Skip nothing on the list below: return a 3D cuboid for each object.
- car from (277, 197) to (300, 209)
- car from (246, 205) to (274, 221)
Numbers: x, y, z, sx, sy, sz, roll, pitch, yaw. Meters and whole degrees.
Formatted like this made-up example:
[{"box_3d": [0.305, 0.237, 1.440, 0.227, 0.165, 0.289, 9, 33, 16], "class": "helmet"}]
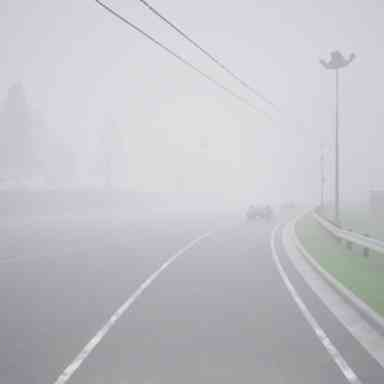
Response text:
[{"box_3d": [14.263, 1.841, 49.015, 1.895, 1.301, 4.718, 0, 0, 25], "class": "car"}, {"box_3d": [5.971, 1.733, 28.623, 1.895, 1.301, 4.718, 0, 0, 19], "class": "car"}]
